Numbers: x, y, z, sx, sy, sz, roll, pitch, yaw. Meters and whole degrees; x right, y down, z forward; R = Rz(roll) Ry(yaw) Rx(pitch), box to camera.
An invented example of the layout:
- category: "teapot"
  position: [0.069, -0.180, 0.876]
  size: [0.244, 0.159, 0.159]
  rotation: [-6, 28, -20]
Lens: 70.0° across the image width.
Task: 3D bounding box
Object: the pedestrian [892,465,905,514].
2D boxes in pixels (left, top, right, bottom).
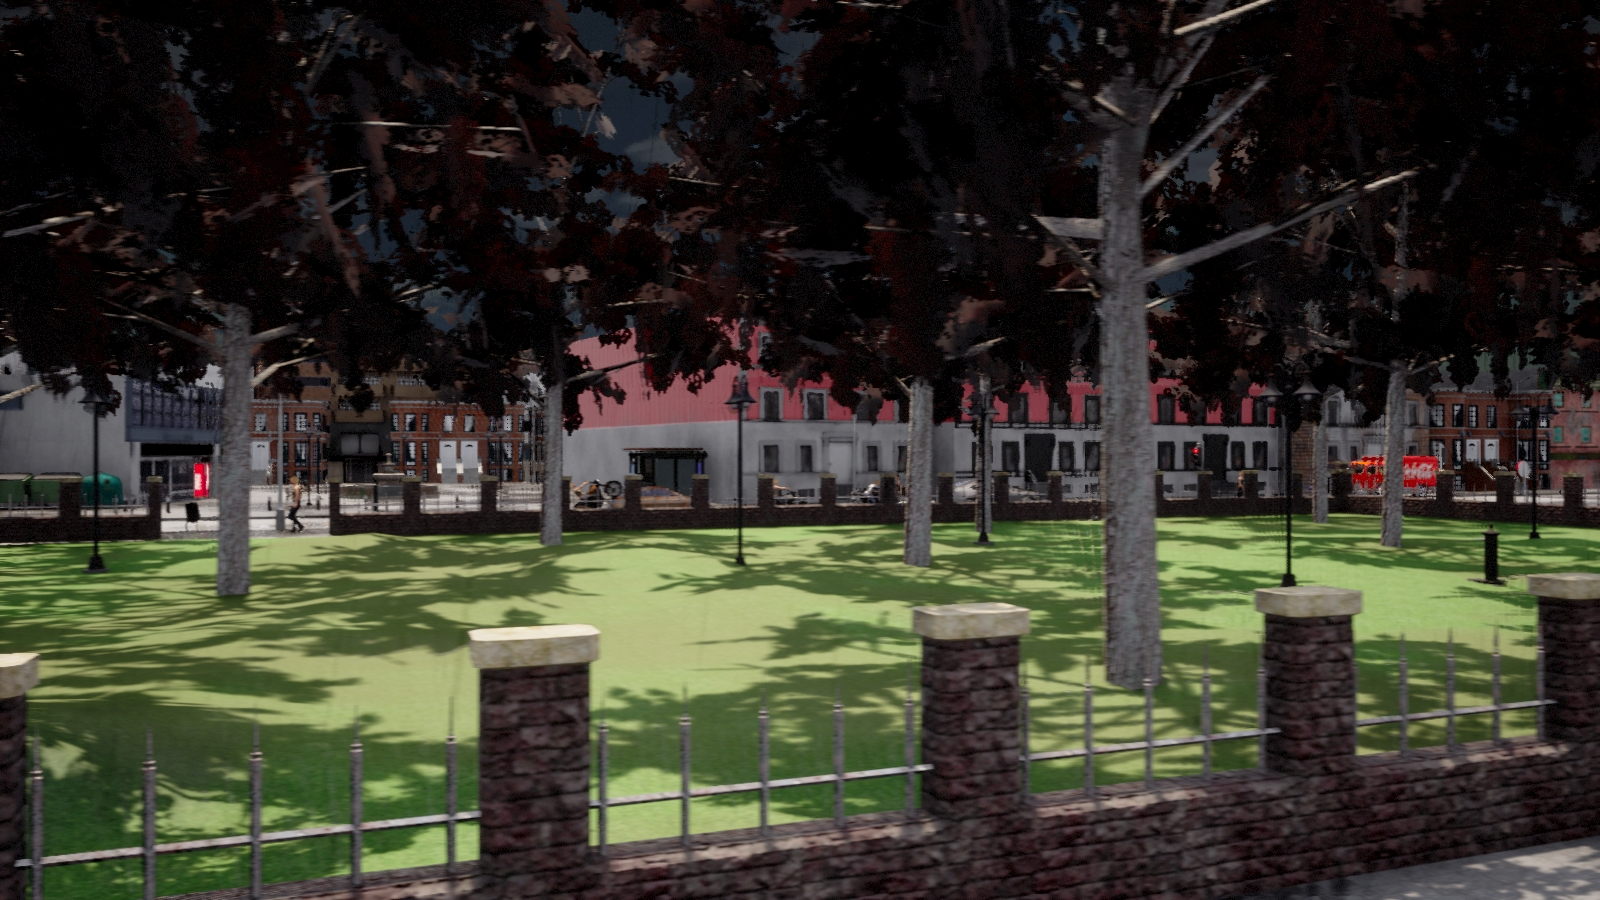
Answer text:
- category: "pedestrian"
  position: [3.809, 1.523, 43.983]
  size: [0.375, 1.860, 0.375]
  rotation: [0, 0, -20]

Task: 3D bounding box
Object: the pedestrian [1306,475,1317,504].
- category: "pedestrian"
  position: [23.395, 1.800, 52.235]
  size: [0.375, 1.300, 0.375]
  rotation: [0, 0, 35]

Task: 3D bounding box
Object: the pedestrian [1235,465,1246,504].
- category: "pedestrian"
  position: [20.843, 1.623, 54.085]
  size: [0.375, 1.860, 0.375]
  rotation: [0, 0, 42]

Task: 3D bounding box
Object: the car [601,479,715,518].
- category: "car"
  position: [-5.685, 1.909, 45.675]
  size: [4.181, 1.385, 1.994]
  rotation: [-1, 0, -19]

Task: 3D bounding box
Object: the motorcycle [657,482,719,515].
- category: "motorcycle"
  position: [-4.530, 1.949, 46.095]
  size: [2.356, 1.277, 0.764]
  rotation: [0, 0, -20]

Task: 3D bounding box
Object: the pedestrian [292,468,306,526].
- category: "pedestrian"
  position: [-16.176, 1.524, 36.882]
  size: [0.375, 1.860, 0.375]
  rotation: [0, 0, -17]

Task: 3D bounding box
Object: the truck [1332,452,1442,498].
- category: "truck"
  position: [32.765, 1.344, 63.796]
  size: [5.204, 2.467, 2.627]
  rotation: [0, 0, -20]
